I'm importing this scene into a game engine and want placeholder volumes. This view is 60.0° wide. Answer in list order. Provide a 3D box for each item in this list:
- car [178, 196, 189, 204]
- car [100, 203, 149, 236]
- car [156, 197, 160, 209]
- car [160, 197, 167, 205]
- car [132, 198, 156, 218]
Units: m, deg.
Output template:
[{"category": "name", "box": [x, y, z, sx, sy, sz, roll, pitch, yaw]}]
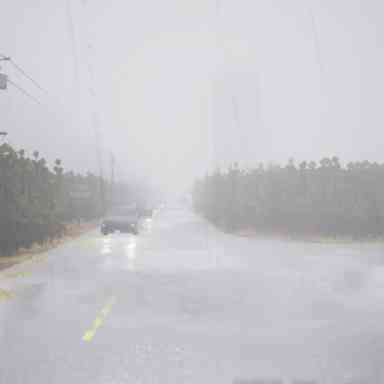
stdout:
[{"category": "car", "box": [-1.737, 1.564, 65.844, 1.812, 1.442, 4.674, 0, 0, 4]}, {"category": "car", "box": [-3.822, 1.559, 18.982, 2.033, 1.411, 5.357, 0, 0, -4]}, {"category": "car", "box": [-5.540, 1.589, 43.017, 1.994, 1.385, 4.181, 0, 0, -2]}, {"category": "car", "box": [-5.537, 1.607, 59.115, 1.994, 1.385, 4.181, 0, 0, 3]}, {"category": "car", "box": [-4.674, 1.371, 30.633, 2.097, 1.767, 4.553, 0, 0, -5]}]
